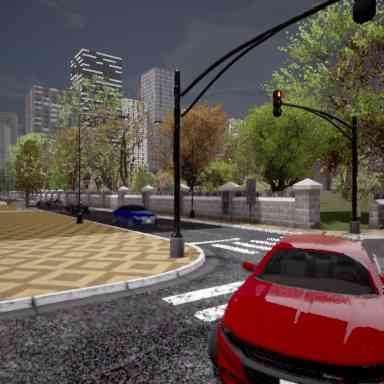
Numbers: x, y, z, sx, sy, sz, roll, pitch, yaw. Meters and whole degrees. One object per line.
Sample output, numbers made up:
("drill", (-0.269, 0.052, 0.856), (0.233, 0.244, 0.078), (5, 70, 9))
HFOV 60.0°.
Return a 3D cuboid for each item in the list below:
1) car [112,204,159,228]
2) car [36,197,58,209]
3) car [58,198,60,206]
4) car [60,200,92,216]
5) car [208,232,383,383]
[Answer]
("car", (-4.000, 1.577, 22.671), (1.812, 1.442, 4.674), (0, 0, -34))
("car", (-21.481, 1.744, 48.579), (1.994, 1.385, 4.181), (0, 0, -34))
("car", (-24.149, 1.673, 58.032), (2.128, 1.511, 4.902), (0, 0, -34))
("car", (-11.731, 1.655, 34.051), (1.994, 1.385, 4.181), (0, 0, -34))
("car", (1.980, 1.479, 5.206), (1.882, 1.535, 5.008), (2, 1, 25))
